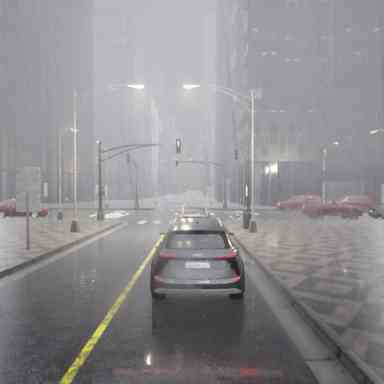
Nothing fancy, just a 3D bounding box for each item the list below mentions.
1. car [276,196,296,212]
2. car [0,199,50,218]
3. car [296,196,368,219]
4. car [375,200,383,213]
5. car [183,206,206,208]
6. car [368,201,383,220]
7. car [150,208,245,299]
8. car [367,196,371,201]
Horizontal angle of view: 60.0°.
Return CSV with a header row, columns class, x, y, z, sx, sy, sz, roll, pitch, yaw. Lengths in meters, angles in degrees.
class,x,y,z,sx,sy,sz,roll,pitch,yaw
car,12.187,1.325,37.727,5.009,1.841,2.192,0,1,0
car,-14.857,1.567,29.183,4.507,1.381,1.887,0,1,0
car,12.184,1.463,29.203,5.009,1.841,2.192,0,1,0
car,23.472,1.634,37.740,4.313,1.339,1.947,0,1,0
car,0.133,1.507,17.521,1.837,1.490,4.892,0,0,0
car,17.827,1.742,29.211,4.313,1.339,1.947,0,1,0
car,0.126,1.428,8.434,2.033,1.649,4.856,0,0,1
car,17.831,1.353,37.732,5.009,1.841,2.192,0,1,0
